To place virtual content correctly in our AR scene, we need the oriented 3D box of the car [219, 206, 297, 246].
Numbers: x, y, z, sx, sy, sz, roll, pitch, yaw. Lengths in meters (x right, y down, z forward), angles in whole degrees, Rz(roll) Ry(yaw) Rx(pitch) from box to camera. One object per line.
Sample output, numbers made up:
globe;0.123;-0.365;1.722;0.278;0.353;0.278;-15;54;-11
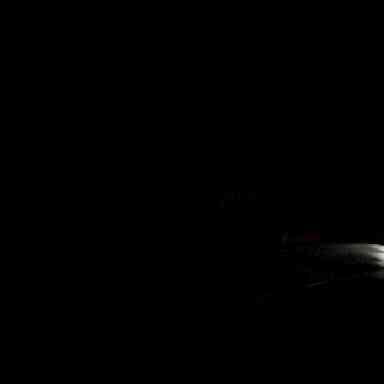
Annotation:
car;1.781;1.309;12.701;4.892;1.490;1.837;-1;1;-27
